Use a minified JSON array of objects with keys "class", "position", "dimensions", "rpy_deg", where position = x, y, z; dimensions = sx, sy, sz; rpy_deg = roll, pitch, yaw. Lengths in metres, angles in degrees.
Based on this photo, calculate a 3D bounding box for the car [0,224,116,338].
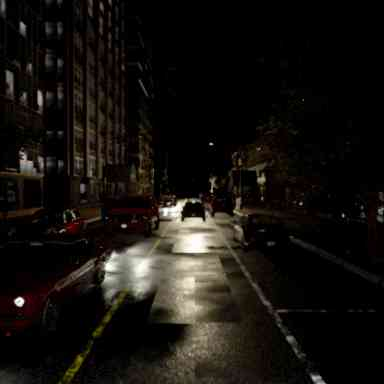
[{"class":"car","position":[-3.094,1.589,6.719],"dimensions":[1.895,1.301,4.718],"rpy_deg":[0,0,0]}]

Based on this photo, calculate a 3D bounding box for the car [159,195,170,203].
[{"class":"car","position":[-5.700,1.394,69.448],"dimensions":[1.752,1.417,4.829],"rpy_deg":[-1,0,0]}]

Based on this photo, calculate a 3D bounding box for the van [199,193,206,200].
[{"class":"van","position":[2.678,1.178,86.208],"dimensions":[1.690,1.788,3.998],"rpy_deg":[-1,0,0]}]

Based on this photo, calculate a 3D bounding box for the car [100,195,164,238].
[{"class":"car","position":[-3.047,1.188,17.935],"dimensions":[2.150,2.045,5.566],"rpy_deg":[0,0,1]}]

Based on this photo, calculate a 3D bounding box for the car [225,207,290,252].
[{"class":"car","position":[2.691,1.526,13.525],"dimensions":[2.008,1.369,4.403],"rpy_deg":[-1,0,0]}]

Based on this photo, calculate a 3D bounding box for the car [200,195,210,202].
[{"class":"car","position":[2.681,1.435,69.606],"dimensions":[1.947,1.339,4.313],"rpy_deg":[-1,0,0]}]

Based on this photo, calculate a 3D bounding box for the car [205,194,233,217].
[{"class":"car","position":[2.676,1.258,30.864],"dimensions":[2.192,1.841,5.009],"rpy_deg":[-1,0,0]}]

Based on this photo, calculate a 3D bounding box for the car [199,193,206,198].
[{"class":"car","position":[2.677,1.205,58.537],"dimensions":[2.192,1.841,5.009],"rpy_deg":[-1,0,0]}]

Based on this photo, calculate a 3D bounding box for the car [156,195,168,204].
[{"class":"car","position":[-5.700,1.405,63.913],"dimensions":[1.752,1.417,4.829],"rpy_deg":[-1,0,0]}]

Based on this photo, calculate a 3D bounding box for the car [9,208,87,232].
[{"class":"car","position":[-5.715,1.415,13.542],"dimensions":[1.967,1.590,4.097],"rpy_deg":[-1,0,0]}]

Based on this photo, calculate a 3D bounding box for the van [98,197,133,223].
[{"class":"van","position":[-5.704,1.294,25.339],"dimensions":[1.690,1.788,3.998],"rpy_deg":[-1,0,0]}]

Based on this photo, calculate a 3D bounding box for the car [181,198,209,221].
[{"class":"car","position":[0.108,1.477,26.255],"dimensions":[1.812,1.442,4.674],"rpy_deg":[0,0,0]}]

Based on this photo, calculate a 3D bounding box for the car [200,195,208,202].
[{"class":"car","position":[2.682,1.440,75.140],"dimensions":[1.802,1.307,4.206],"rpy_deg":[-1,0,0]}]

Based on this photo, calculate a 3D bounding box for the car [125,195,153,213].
[{"class":"car","position":[-5.704,1.247,36.408],"dimensions":[2.192,1.841,5.009],"rpy_deg":[-1,0,0]}]

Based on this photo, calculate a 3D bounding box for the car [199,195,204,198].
[{"class":"car","position":[0.096,1.472,40.377],"dimensions":[2.033,1.411,5.357],"rpy_deg":[0,0,0]}]

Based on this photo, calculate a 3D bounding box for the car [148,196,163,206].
[{"class":"car","position":[-5.700,1.445,53.014],"dimensions":[1.887,1.381,4.507],"rpy_deg":[-1,0,0]}]

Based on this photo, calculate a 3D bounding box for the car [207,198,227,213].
[{"class":"car","position":[2.680,1.457,36.569],"dimensions":[1.752,1.417,4.829],"rpy_deg":[-1,0,0]}]

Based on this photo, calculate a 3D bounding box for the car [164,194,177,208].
[{"class":"car","position":[-3.083,1.404,46.737],"dimensions":[2.128,1.511,4.902],"rpy_deg":[0,0,0]}]
